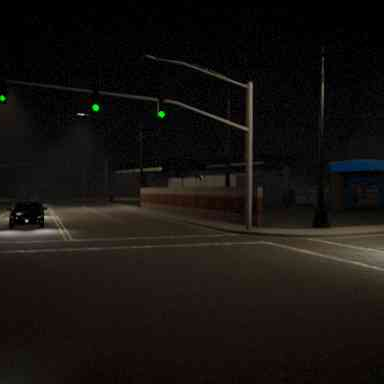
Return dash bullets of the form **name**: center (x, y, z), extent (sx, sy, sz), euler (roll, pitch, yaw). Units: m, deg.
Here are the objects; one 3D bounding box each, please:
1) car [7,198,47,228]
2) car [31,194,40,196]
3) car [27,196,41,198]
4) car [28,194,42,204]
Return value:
- **car**: center (-10.408, 1.374, 21.126), extent (1.837, 1.490, 4.892), euler (0, 0, -25)
- **car**: center (-19.161, 1.213, 40.116), extent (2.128, 1.511, 4.902), euler (0, 1, -25)
- **car**: center (-14.585, 1.364, 30.183), extent (1.994, 1.385, 4.181), euler (0, 0, -25)
- **car**: center (-26.075, 1.141, 55.285), extent (2.128, 1.511, 4.902), euler (0, 0, -25)
